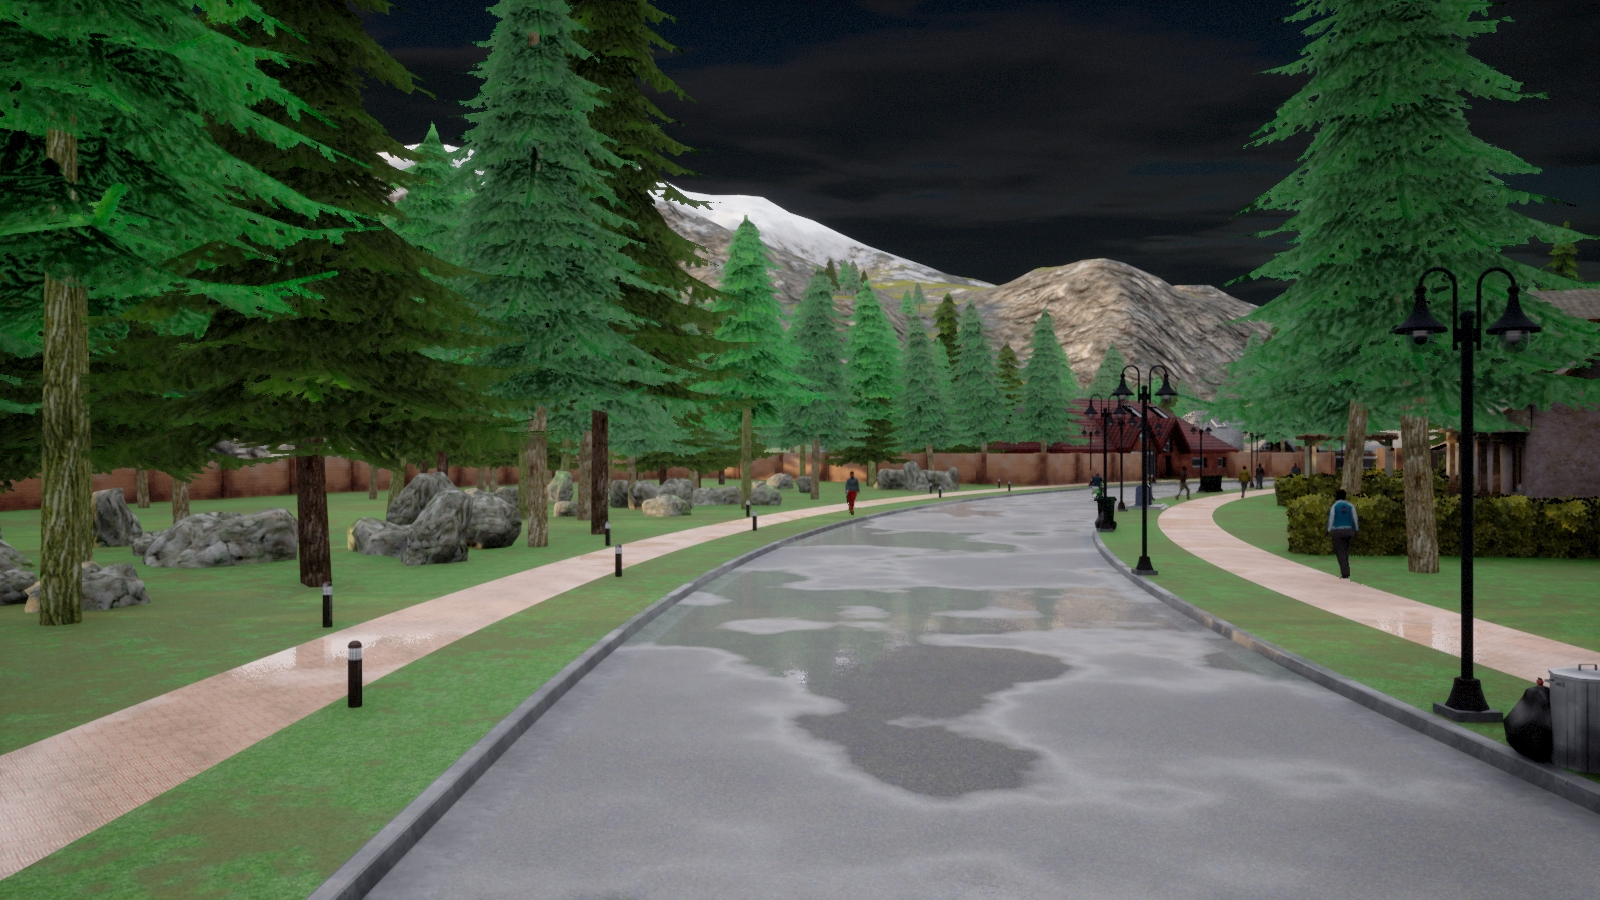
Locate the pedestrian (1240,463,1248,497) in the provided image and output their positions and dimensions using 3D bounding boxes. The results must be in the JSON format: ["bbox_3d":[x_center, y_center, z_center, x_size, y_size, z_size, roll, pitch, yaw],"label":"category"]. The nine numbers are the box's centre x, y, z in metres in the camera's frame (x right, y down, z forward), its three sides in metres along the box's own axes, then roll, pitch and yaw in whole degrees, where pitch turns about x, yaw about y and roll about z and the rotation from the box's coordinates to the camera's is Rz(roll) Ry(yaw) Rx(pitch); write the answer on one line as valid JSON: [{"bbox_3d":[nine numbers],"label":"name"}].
[{"bbox_3d":[24.371,1.662,62.765,0.375,1.860,0.375,0,0,27],"label":"pedestrian"}]

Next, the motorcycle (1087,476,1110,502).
[{"bbox_3d":[16.055,2.099,61.519,0.856,1.334,1.805,0,0,26],"label":"motorcycle"}]

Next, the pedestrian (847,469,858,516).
[{"bbox_3d":[2.085,1.665,45.163,0.375,1.860,0.375,0,0,11],"label":"pedestrian"}]

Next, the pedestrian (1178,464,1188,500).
[{"bbox_3d":[19.755,1.663,58.928,0.375,1.860,0.375,0,0,-2],"label":"pedestrian"}]

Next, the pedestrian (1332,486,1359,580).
[{"bbox_3d":[10.938,1.664,22.921,0.375,1.860,0.375,0,0,6],"label":"pedestrian"}]
